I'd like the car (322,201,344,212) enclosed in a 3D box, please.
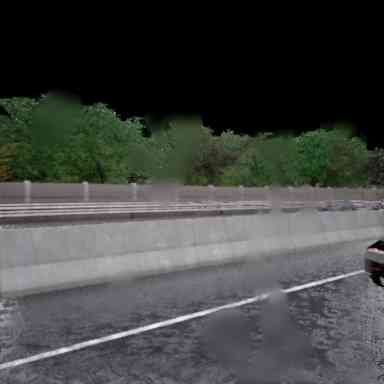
[{"bbox_3d":[16.995,1.774,37.611,5.357,1.411,2.033,1,0,-35],"label":"car"}]

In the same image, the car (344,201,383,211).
[{"bbox_3d":[18.301,1.767,34.246,5.357,1.411,2.033,1,0,-35],"label":"car"}]

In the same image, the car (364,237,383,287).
[{"bbox_3d":[6.128,1.510,8.120,4.902,1.511,2.128,0,0,-36],"label":"car"}]
